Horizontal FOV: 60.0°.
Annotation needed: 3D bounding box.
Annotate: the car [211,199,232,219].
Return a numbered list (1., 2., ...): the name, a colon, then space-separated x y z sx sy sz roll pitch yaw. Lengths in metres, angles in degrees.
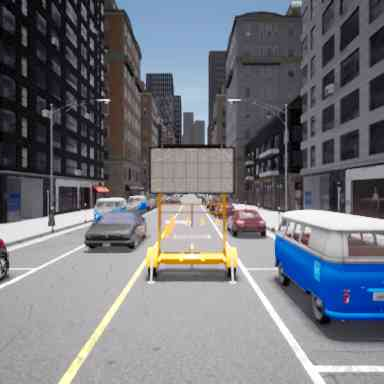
1. car: 2.858 1.563 28.858 1.802 1.307 4.206 0 0 0

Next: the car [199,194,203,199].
1. car: 2.859 1.535 67.368 1.947 1.339 4.313 0 0 0

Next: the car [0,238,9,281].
1. car: -5.669 1.435 6.853 1.967 1.590 4.097 0 0 0

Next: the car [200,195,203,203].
1. car: 2.859 1.521 56.365 2.008 1.369 4.403 0 0 0

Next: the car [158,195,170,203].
1. car: -5.667 1.409 67.368 1.967 1.590 4.097 0 0 0

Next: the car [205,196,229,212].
1. car: 2.857 1.293 34.359 2.192 1.841 5.009 0 0 0

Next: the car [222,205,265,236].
1. car: 2.857 1.570 17.856 1.802 1.307 4.206 0 0 0

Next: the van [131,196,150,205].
1. van: -5.668 1.319 34.360 1.690 1.788 3.998 0 0 0

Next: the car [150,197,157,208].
1. car: -5.667 1.542 39.861 1.947 1.339 4.313 0 0 0

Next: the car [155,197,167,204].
1. car: -5.667 1.551 61.867 1.802 1.307 4.206 0 0 0

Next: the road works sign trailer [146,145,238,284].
1. road works sign trailer: 0.001 0.458 9.531 2.380 3.560 2.880 0 0 0

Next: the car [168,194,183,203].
1. car: -3.061 1.535 59.068 1.994 1.385 4.181 0 0 0

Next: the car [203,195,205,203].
1. car: 2.858 1.414 45.362 1.967 1.590 4.097 0 0 0

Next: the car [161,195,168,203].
1. car: -5.666 1.536 56.365 1.947 1.339 4.313 0 0 0

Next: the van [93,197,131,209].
1. van: -5.668 1.325 23.358 1.690 1.788 3.998 0 0 0

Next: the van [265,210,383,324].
1. van: 2.856 1.336 6.853 1.690 1.788 3.998 0 0 0

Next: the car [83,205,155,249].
1. car: -3.096 1.537 14.710 2.033 1.411 5.357 0 0 0

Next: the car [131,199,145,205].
1. car: -5.668 1.532 28.858 2.008 1.369 4.403 0 0 0
